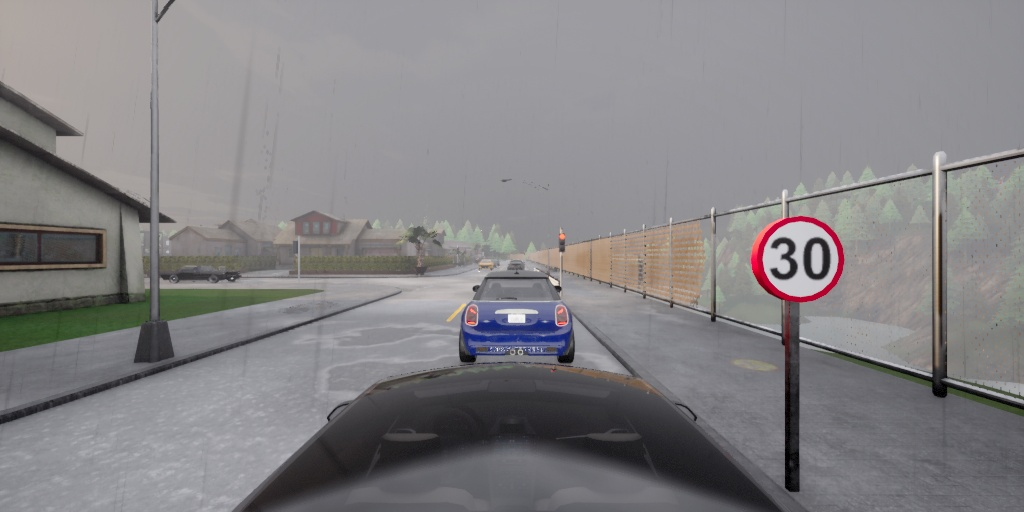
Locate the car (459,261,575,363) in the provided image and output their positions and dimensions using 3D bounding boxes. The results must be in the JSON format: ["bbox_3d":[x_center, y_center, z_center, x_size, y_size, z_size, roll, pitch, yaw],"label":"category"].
[{"bbox_3d":[0.115,1.102,8.332,2.097,1.767,4.553,0,0,1],"label":"car"}]

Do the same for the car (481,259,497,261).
[{"bbox_3d":[-3.661,1.227,51.200,1.882,1.535,5.008,0,0,1],"label":"car"}]

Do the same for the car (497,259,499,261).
[{"bbox_3d":[-3.558,1.255,60.650,1.837,1.490,4.892,0,0,1],"label":"car"}]

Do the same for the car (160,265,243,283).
[{"bbox_3d":[-22.999,1.351,26.671,4.718,1.301,1.895,0,0,1],"label":"car"}]
